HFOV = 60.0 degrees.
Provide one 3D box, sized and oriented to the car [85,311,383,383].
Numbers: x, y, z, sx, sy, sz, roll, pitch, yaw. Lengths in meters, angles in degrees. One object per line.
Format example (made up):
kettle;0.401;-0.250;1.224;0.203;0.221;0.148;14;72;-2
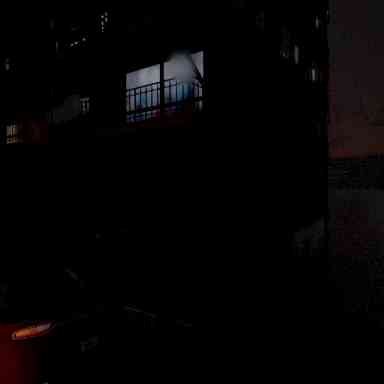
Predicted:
car;1.642;1.566;1.706;4.313;1.339;1.947;0;0;35

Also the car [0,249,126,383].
car;-2.951;1.545;4.973;4.507;1.381;1.887;0;0;35
